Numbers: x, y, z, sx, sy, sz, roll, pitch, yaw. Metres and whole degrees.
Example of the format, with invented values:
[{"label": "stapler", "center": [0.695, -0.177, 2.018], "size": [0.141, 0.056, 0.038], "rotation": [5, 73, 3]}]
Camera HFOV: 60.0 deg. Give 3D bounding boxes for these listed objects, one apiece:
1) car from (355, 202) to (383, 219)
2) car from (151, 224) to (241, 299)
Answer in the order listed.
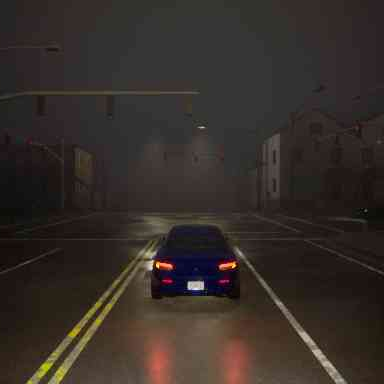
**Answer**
[{"label": "car", "center": [16.305, 1.526, 28.033], "size": [4.674, 1.442, 1.812], "rotation": [0, 0, -1]}, {"label": "car", "center": [0.086, 1.526, 8.304], "size": [1.812, 1.442, 4.674], "rotation": [0, 0, 0]}]
